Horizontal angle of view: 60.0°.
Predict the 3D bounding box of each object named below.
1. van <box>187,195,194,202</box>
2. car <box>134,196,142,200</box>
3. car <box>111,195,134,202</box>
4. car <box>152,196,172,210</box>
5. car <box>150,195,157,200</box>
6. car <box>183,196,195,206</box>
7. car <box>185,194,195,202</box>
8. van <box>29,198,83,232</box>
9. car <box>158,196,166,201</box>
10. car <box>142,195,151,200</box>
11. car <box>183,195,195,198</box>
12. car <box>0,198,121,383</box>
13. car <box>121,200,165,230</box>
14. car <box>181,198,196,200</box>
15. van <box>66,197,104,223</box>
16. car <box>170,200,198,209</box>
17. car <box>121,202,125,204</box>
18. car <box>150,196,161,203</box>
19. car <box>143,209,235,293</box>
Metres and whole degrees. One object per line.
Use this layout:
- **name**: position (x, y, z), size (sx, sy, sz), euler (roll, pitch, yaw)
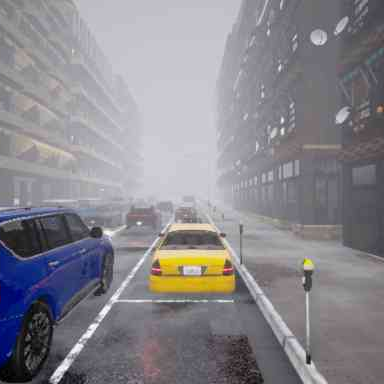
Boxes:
- **van**: position (-0.473, 1.576, 87.068), size (1.690, 1.788, 3.998), euler (1, 0, 0)
- **car**: position (-8.314, 1.379, 42.876), size (2.192, 1.841, 5.009), euler (1, 0, 0)
- **car**: position (-8.313, 1.366, 37.346), size (2.192, 1.841, 5.009), euler (1, 0, 0)
- **car**: position (-2.924, 1.527, 36.863), size (1.882, 1.535, 5.008), euler (0, 0, 0)
- **car**: position (-8.317, 1.471, 70.528), size (2.192, 1.841, 5.009), euler (1, 0, 0)
- **car**: position (-0.473, 1.553, 59.411), size (1.967, 1.590, 4.097), euler (1, 0, 0)
- **car**: position (-0.472, 1.521, 81.536), size (2.192, 1.841, 5.009), euler (1, 0, 0)
- **van**: position (-8.312, 1.359, 20.753), size (1.690, 1.788, 3.998), euler (2, 0, 0)
- **car**: position (-8.325, 1.847, 92.652), size (1.802, 1.307, 4.206), euler (1, 0, 0)
- **car**: position (-8.321, 1.660, 53.938), size (1.947, 1.339, 4.313), euler (1, 0, 0)
- **car**: position (-0.429, 1.490, 37.286), size (1.967, 1.590, 4.097), euler (1, 0, 0)
- **car**: position (-2.921, 1.224, 5.567), size (2.150, 2.045, 5.566), euler (0, 0, 0)
- **car**: position (-3.021, 1.524, 21.457), size (1.837, 1.490, 4.892), euler (0, 0, 0)
- **car**: position (-0.438, 1.583, 31.754), size (1.887, 1.381, 4.507), euler (1, 0, 0)
- **van**: position (-8.313, 1.368, 26.285), size (1.690, 1.788, 3.998), euler (1, 0, 0)
- **car**: position (-0.438, 1.572, 26.224), size (1.887, 1.381, 4.507), euler (1, 0, 0)
- **car**: position (-5.869, 1.583, 21.658), size (1.994, 1.385, 4.181), euler (0, 0, 0)
- **car**: position (-8.323, 1.725, 76.059), size (1.887, 1.381, 4.507), euler (1, 0, 0)
- **car**: position (0.004, 1.462, 8.843), size (1.801, 1.575, 5.366), euler (0, 0, 0)
